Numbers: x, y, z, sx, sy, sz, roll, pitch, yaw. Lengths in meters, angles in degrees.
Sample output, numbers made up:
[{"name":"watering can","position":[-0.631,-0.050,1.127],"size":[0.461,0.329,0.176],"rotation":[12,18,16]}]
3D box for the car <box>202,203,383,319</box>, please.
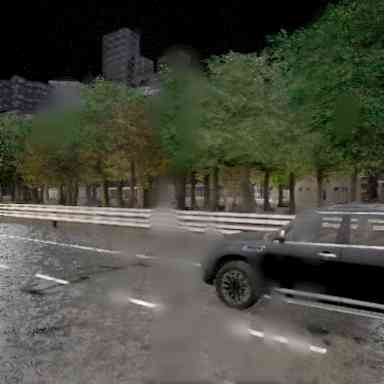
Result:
[{"name":"car","position":[2.857,1.223,6.132],"size":[5.566,2.045,2.150],"rotation":[0,0,36]}]
